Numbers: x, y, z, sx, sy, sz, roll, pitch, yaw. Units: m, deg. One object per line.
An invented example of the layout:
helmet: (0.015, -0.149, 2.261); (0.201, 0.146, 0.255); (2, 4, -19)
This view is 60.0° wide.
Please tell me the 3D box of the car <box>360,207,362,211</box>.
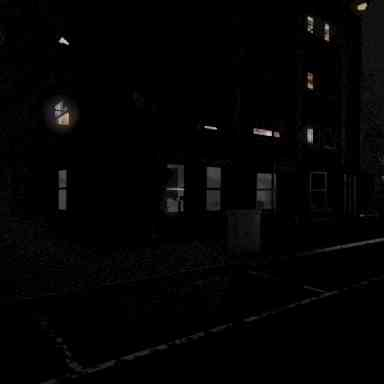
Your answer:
car: (13.169, 1.254, 31.799); (2.033, 1.411, 5.357); (0, 1, -37)
